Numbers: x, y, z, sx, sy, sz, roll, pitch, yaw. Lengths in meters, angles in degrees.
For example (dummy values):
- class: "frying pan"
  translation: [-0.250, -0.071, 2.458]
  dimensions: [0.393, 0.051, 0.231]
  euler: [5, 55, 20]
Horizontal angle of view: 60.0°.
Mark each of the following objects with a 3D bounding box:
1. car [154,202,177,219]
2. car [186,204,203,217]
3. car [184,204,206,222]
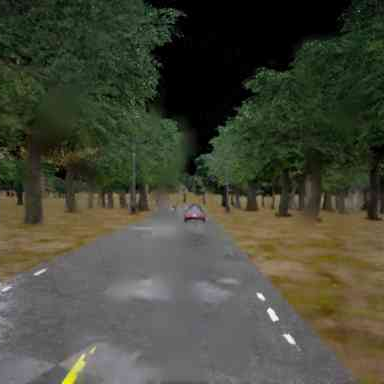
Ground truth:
- class: "car"
  translation: [-2.737, 1.882, 35.346]
  dimensions: [2.097, 1.767, 4.553]
  euler: [0, -1, 0]
- class: "car"
  translation: [0.313, 2.216, 41.416]
  dimensions: [2.033, 1.411, 5.357]
  euler: [0, -1, 1]
- class: "car"
  translation: [0.261, 2.022, 31.163]
  dimensions: [1.994, 1.385, 4.181]
  euler: [0, -1, 1]
